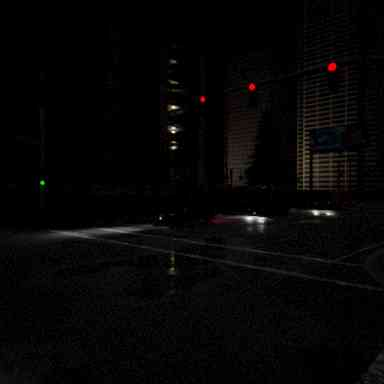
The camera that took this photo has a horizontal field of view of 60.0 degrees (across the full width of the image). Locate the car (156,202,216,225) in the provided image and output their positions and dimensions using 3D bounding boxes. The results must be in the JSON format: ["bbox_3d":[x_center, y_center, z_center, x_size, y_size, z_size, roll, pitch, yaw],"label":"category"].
[{"bbox_3d":[-0.366,1.463,23.569,2.128,1.511,4.902,0,0,44],"label":"car"}]

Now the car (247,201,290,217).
[{"bbox_3d":[7.441,1.524,31.794,2.033,1.411,5.357,0,0,44],"label":"car"}]

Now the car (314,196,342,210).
[{"bbox_3d":[17.237,1.339,42.095,2.097,1.767,4.553,0,0,42],"label":"car"}]
